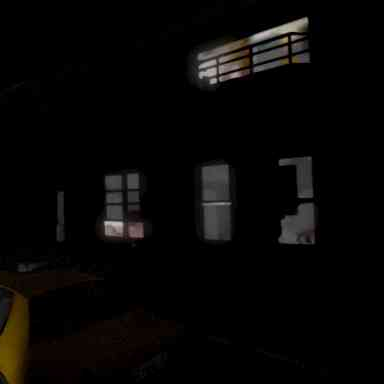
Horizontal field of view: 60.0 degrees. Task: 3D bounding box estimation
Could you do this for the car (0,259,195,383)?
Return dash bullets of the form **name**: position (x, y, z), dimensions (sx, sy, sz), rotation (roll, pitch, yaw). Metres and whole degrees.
- **car**: position (-2.249, 1.566, 4.351), dimensions (4.829, 1.417, 1.752), rotation (-1, -2, 36)
